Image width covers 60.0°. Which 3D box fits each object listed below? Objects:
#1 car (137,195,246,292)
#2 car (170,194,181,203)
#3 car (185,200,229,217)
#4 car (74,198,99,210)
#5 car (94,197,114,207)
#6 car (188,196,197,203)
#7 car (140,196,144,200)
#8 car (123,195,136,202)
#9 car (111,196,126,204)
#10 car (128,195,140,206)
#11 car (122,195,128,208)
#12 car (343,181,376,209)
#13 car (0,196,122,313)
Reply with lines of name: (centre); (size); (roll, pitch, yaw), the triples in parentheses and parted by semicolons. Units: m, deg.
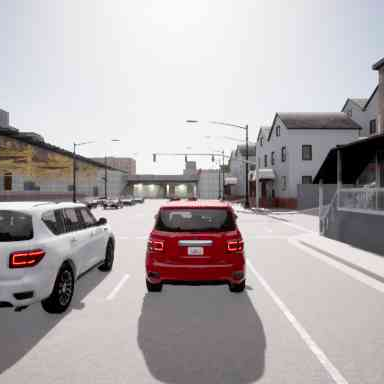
car: (0.099, 1.221, 9.049); (2.150, 2.045, 5.566); (0, 0, 1)
car: (-3.338, 1.352, 69.181); (2.097, 1.767, 4.553); (0, 0, 0)
car: (1.432, 1.574, 32.370); (1.994, 1.385, 4.181); (0, 0, -40)
car: (-13.996, 1.564, 44.248); (1.994, 1.385, 4.181); (0, 0, 0)
car: (-13.965, 1.526, 52.989); (1.812, 1.442, 4.674); (0, 0, 0)
car: (0.160, 1.503, 69.203); (1.837, 1.490, 4.892); (0, 0, 0)
car: (-10.385, 1.547, 64.698); (2.033, 1.411, 5.357); (0, 0, 0)
car: (-13.827, 1.493, 73.758); (1.837, 1.490, 4.892); (0, 0, 0)
car: (-13.898, 1.505, 63.344); (1.837, 1.490, 4.892); (0, 0, 0)
car: (-10.464, 1.547, 54.409); (2.033, 1.411, 5.357); (0, 0, 0)
car: (-10.495, 1.491, 44.660); (2.128, 1.511, 4.902); (0, 0, 0)
car: (15.840, 0.218, 28.777); (5.566, 2.045, 2.150); (-19, 0, -1)
car: (-3.409, 1.221, 7.786); (2.150, 2.045, 5.566); (0, 0, 1)
